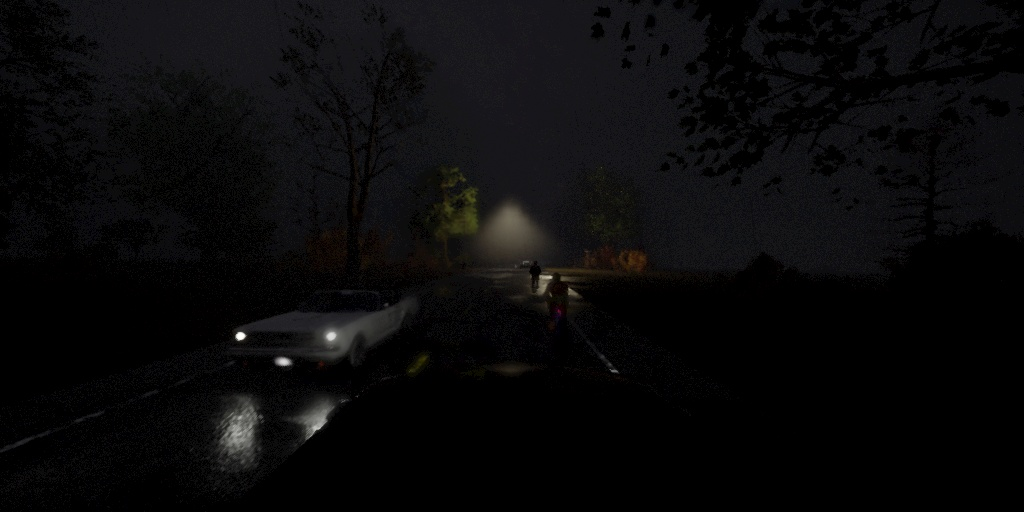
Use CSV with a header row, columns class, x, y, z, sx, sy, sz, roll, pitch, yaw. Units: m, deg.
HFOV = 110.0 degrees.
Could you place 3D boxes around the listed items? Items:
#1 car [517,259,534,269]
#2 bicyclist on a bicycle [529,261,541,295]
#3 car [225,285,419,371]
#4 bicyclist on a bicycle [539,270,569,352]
class,x,y,z,sx,sy,sz,roll,pitch,yaw
car,2.319,1.405,59.198,1.994,1.385,4.181,0,0,3
bicyclist on a bicycle,1.178,1.118,18.093,0.659,1.776,1.843,0,0,1
car,-3.553,1.348,7.807,1.895,1.301,4.718,0,0,1
bicyclist on a bicycle,1.014,1.201,7.964,0.582,1.620,1.656,0,0,1
